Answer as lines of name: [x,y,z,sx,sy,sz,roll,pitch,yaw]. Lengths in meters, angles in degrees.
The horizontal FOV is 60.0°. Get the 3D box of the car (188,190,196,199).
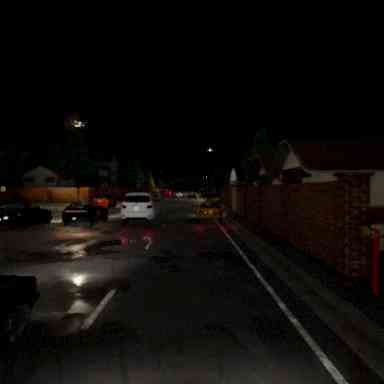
car: [0.011,0.897,77.700,2.033,1.411,5.357,0,0,0]

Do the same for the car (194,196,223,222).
car: [1.229,1.284,24.230,1.801,1.575,5.366,0,0,0]

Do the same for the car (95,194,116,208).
car: [-10.396,1.072,39.586,2.097,1.767,4.553,0,0,0]

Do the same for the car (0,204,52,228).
car: [-10.397,1.417,20.688,1.994,1.385,4.181,0,0,0]

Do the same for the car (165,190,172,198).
car: [-6.988,0.879,89.967,2.128,1.511,4.902,0,0,0]

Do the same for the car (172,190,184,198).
car: [-3.488,0.586,88.842,2.150,2.045,5.566,0,0,0]

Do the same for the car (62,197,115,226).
car: [-6.897,1.336,21.909,2.128,1.511,4.902,0,0,0]

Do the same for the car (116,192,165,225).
car: [-3.396,1.058,22.973,2.150,2.045,5.566,0,0,0]

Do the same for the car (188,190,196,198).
car: [0.013,0.476,92.728,2.150,2.045,5.566,0,0,0]

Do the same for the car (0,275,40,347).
car: [-3.399,1.577,3.284,1.895,1.301,4.718,0,0,0]

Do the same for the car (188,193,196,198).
car: [0.011,0.820,83.430,1.895,1.301,4.718,0,0,0]

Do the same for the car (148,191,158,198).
car: [-10.488,0.715,89.199,2.097,1.767,4.553,0,0,0]
